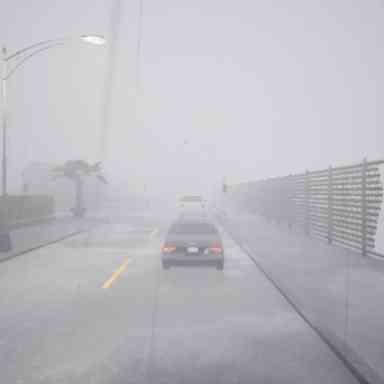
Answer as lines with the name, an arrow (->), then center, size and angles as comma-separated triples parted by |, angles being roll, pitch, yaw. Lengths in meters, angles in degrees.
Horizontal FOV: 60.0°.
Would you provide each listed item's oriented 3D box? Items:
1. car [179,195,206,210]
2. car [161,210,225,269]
car -> 0.056, 1.227, 28.844 | 2.150, 2.045, 5.566 | 0, 0, 0
car -> 0.044, 1.549, 11.127 | 2.033, 1.411, 5.357 | 0, 0, 1
